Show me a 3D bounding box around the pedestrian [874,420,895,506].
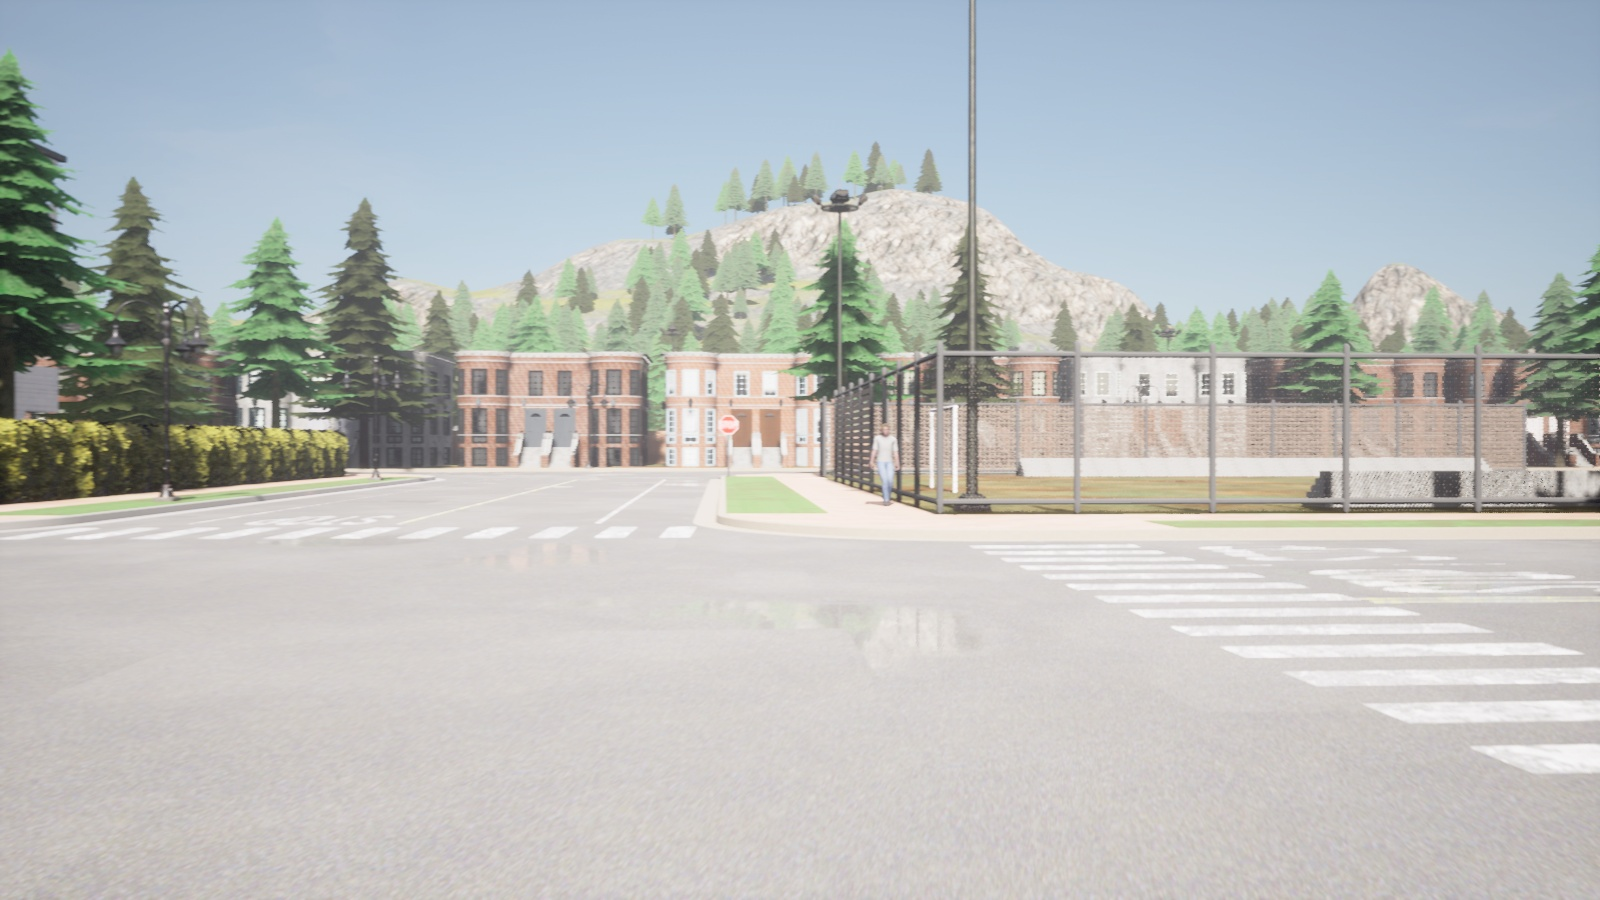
[{"bbox_3d":[1.826,0.285,27.169,0.354,1.836,0.706,0,0,-5],"label":"pedestrian"}]
